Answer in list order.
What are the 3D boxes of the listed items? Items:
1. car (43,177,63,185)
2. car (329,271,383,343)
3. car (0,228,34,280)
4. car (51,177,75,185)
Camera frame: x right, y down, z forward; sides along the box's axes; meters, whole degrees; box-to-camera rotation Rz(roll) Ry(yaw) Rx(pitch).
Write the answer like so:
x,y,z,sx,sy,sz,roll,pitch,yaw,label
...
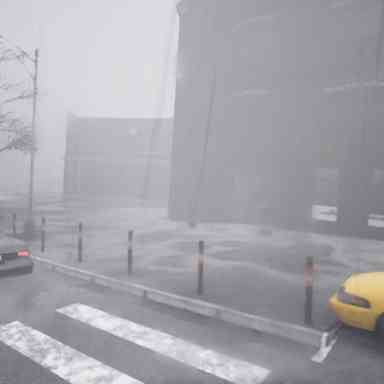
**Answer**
x,y,z,sx,sy,sz,roll,pitch,yaw,label
-30.465,-2.529,73.203,4.553,1.767,2.185,5,3,24,car
4.667,1.500,4.177,5.366,1.575,1.946,1,1,35,car
-6.093,1.406,8.594,5.357,1.411,2.033,1,1,39,car
-29.388,-2.471,75.749,5.008,1.535,2.097,5,3,24,car
